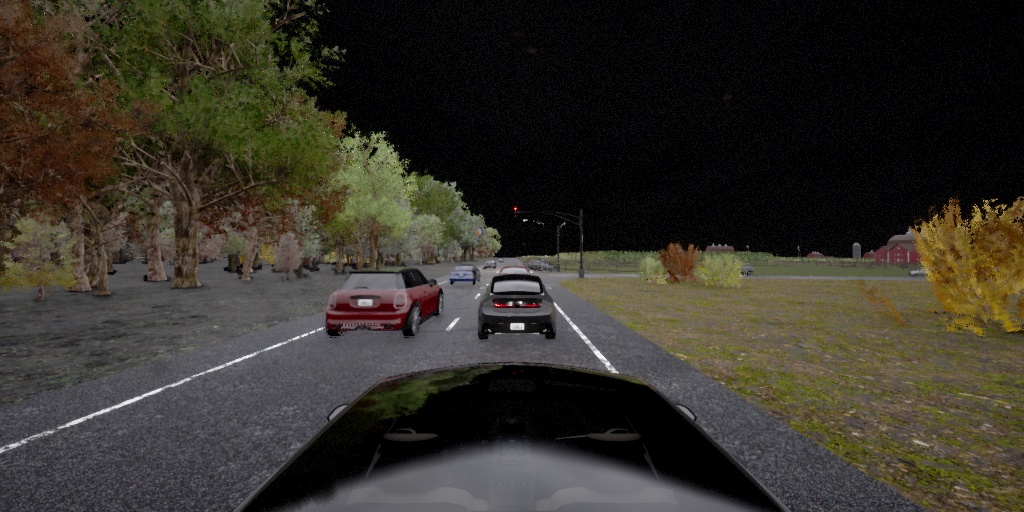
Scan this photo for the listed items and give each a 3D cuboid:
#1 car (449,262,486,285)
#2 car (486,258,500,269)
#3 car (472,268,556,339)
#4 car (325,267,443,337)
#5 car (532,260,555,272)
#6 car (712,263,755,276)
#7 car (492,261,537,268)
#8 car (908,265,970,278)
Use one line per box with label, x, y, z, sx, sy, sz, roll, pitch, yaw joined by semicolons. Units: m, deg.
car;-3.359;1.303;26.327;2.033;1.411;5.357;0;0;0
car;-3.309;1.303;55.737;2.033;1.411;5.357;0;0;0
car;0.115;1.257;10.061;1.837;1.490;4.892;0;0;0
car;-3.384;1.104;10.411;2.097;1.767;4.553;0;0;0
car;3.360;1.303;46.821;4.902;1.511;2.128;3;2;44
car;25.677;1.578;42.079;4.902;1.511;2.128;1;-1;0
car;0.134;1.232;19.424;1.882;1.535;5.008;0;0;0
car;49.341;1.837;41.872;4.902;1.511;2.128;1;-1;1
